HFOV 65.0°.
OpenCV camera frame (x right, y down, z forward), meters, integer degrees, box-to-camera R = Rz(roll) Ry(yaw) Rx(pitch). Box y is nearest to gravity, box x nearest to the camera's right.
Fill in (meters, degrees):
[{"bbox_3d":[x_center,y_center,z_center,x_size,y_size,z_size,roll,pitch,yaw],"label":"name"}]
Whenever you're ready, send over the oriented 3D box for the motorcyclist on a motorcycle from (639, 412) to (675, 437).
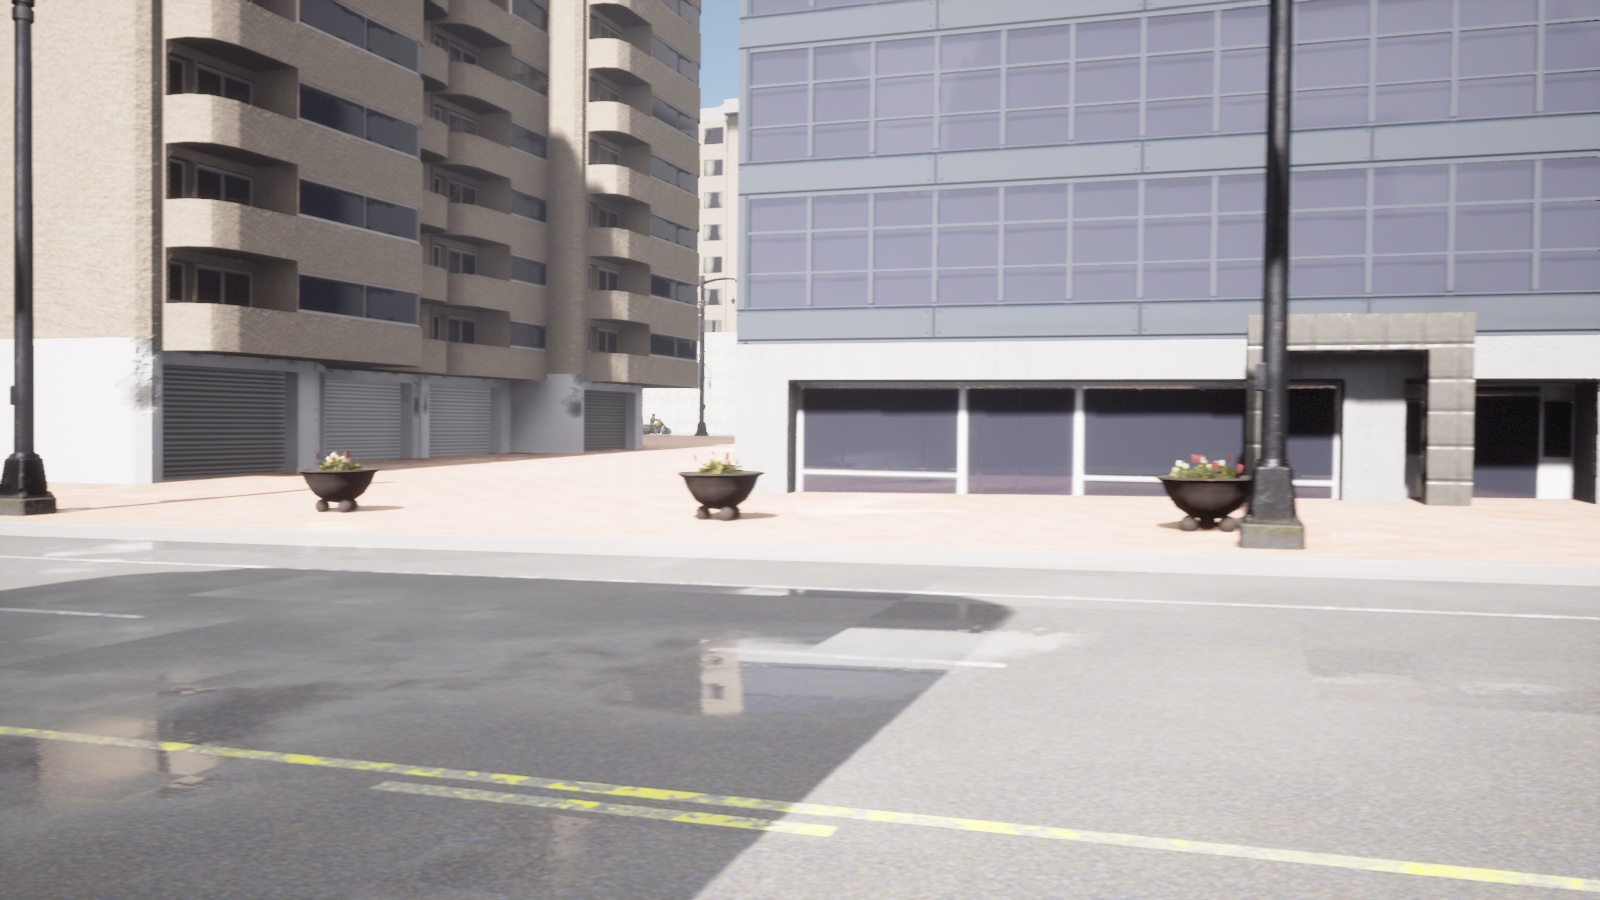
[{"bbox_3d":[-9.933,-1.787,87.006,2.350,1.649,0.766,2,1,20],"label":"motorcyclist on a motorcycle"}]
